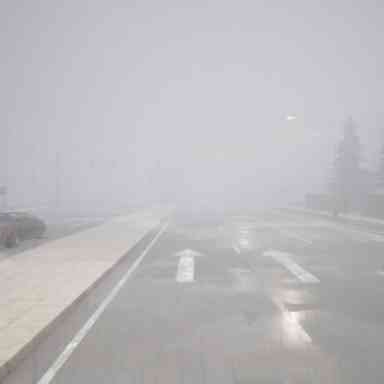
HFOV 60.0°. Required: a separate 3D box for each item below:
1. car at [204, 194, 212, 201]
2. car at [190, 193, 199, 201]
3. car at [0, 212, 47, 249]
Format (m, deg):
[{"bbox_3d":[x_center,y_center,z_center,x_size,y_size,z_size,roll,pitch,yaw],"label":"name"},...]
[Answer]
[{"bbox_3d":[4.213,1.485,87.182,1.812,1.442,4.674,0,0,1],"label":"car"},{"bbox_3d":[0.708,1.179,86.896,2.150,2.045,5.566,0,0,1],"label":"car"},{"bbox_3d":[-8.042,1.557,14.473,1.994,1.385,4.181,0,0,0],"label":"car"}]
